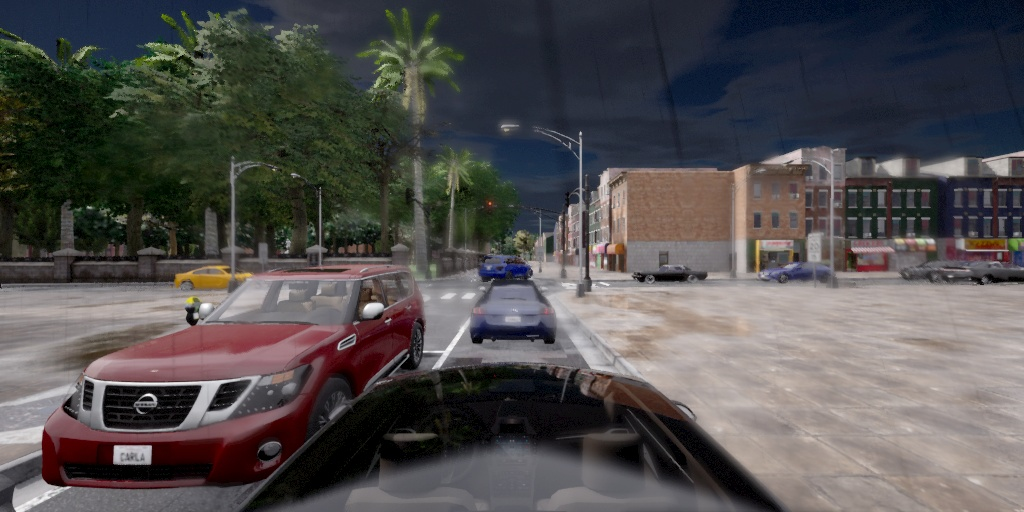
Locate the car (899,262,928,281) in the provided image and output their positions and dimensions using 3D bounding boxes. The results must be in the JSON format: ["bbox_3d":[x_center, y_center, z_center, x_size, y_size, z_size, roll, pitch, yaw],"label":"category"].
[{"bbox_3d":[30.271,1.072,25.206,4.892,1.490,1.837,0,0,0],"label":"car"}]

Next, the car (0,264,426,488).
[{"bbox_3d":[-2.622,1.065,5.006,2.192,1.841,5.009,0,0,0],"label":"car"}]

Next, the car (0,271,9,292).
[{"bbox_3d":[-35.164,1.675,22.570,4.181,1.385,1.994,-1,0,1],"label":"car"}]

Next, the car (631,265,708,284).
[{"bbox_3d":[10.982,1.279,25.309,4.718,1.301,1.895,0,0,1],"label":"car"}]

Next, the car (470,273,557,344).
[{"bbox_3d":[0.042,1.316,9.622,1.994,1.385,4.181,0,0,0],"label":"car"}]

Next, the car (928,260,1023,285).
[{"bbox_3d":[29.696,1.065,22.263,4.902,1.511,2.128,0,0,0],"label":"car"}]

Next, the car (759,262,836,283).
[{"bbox_3d":[20.029,1.145,25.256,4.674,1.442,1.812,0,0,0],"label":"car"}]

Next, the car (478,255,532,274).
[{"bbox_3d":[-0.420,0.997,27.960,2.150,2.045,5.566,2,0,29],"label":"car"}]

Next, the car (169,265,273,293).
[{"bbox_3d":[-18.118,1.407,22.483,5.008,1.535,1.882,0,0,0],"label":"car"}]
